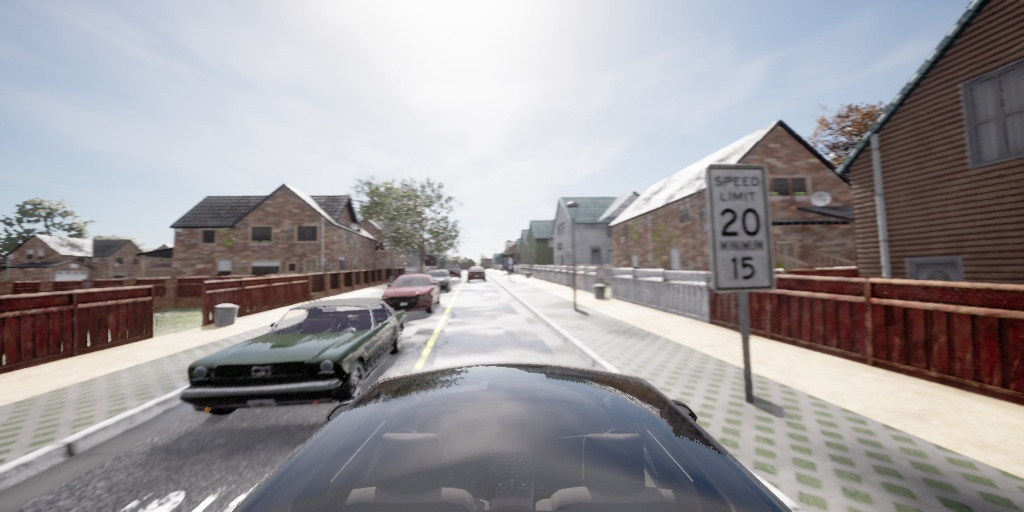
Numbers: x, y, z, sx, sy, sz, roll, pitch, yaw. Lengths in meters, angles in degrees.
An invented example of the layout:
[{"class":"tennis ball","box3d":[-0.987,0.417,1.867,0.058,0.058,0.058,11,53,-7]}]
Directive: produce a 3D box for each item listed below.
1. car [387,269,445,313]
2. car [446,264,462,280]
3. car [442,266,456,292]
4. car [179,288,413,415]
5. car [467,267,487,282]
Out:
[{"class":"car","box3d":[-4.225,1.531,15.645,1.882,1.535,5.008,-1,-1,-6]},{"class":"car","box3d":[-6.848,1.691,40.960,2.097,1.767,4.553,-1,-1,-6]},{"class":"car","box3d":[-5.291,1.741,25.704,1.837,1.490,4.892,-1,-1,-6]},{"class":"car","box3d":[-3.233,1.493,6.482,1.895,1.301,4.718,-1,-1,-6]},{"class":"car","box3d":[-3.640,1.864,37.037,1.882,1.535,5.008,-1,-1,-6]}]
